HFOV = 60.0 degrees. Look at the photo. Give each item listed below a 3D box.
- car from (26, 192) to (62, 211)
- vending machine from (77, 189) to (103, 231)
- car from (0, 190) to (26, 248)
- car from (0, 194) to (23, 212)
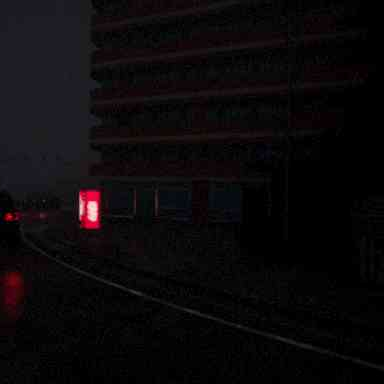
[{"bbox_3d":[-13.568,0.756,30.484,2.097,1.767,4.553,1,1,-4],"label":"car"},{"bbox_3d":[-5.253,0.901,17.152,1.100,2.100,0.880,1,1,-29],"label":"vending machine"},{"bbox_3d":[-7.968,0.937,12.600,2.150,2.045,5.566,0,1,-34],"label":"car"},{"bbox_3d":[-17.045,0.920,29.729,1.994,1.385,4.181,1,1,-4],"label":"car"}]
